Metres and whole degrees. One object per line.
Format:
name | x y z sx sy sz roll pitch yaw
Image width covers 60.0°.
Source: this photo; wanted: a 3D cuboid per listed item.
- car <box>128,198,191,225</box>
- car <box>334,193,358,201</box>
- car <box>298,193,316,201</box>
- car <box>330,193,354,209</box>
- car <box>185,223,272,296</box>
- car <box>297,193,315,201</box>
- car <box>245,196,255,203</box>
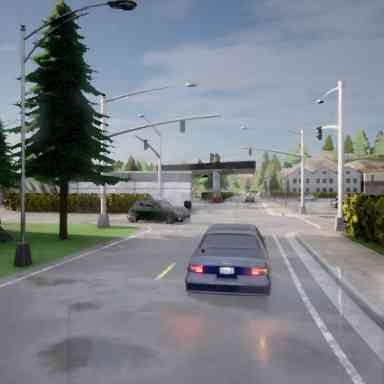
car | -2.317 1.351 24.016 4.553 1.767 2.097 0 0 26
car | 34.496 1.096 74.619 4.605 1.855 1.932 0 0 10
car | 27.321 1.076 79.227 3.866 1.878 1.905 0 0 10
car | 20.221 1.330 42.318 5.027 1.636 2.152 0 0 10
car | 1.083 1.547 8.829 2.033 1.411 5.357 0 0 10
car | 26.140 1.360 76.060 3.806 1.475 1.970 0 0 10
car | 11.965 1.491 68.529 2.128 1.511 4.902 0 0 11
